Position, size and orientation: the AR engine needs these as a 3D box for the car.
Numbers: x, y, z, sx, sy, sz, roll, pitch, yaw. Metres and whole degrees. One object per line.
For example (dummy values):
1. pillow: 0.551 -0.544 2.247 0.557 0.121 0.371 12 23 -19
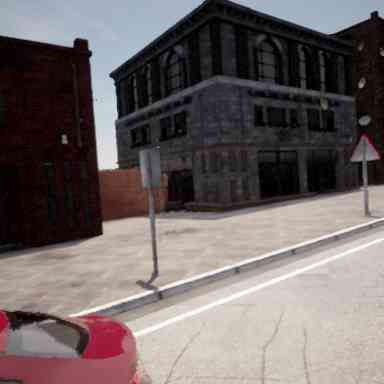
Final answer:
1. car: -2.455 1.606 1.921 4.674 1.442 1.812 0 0 -35
